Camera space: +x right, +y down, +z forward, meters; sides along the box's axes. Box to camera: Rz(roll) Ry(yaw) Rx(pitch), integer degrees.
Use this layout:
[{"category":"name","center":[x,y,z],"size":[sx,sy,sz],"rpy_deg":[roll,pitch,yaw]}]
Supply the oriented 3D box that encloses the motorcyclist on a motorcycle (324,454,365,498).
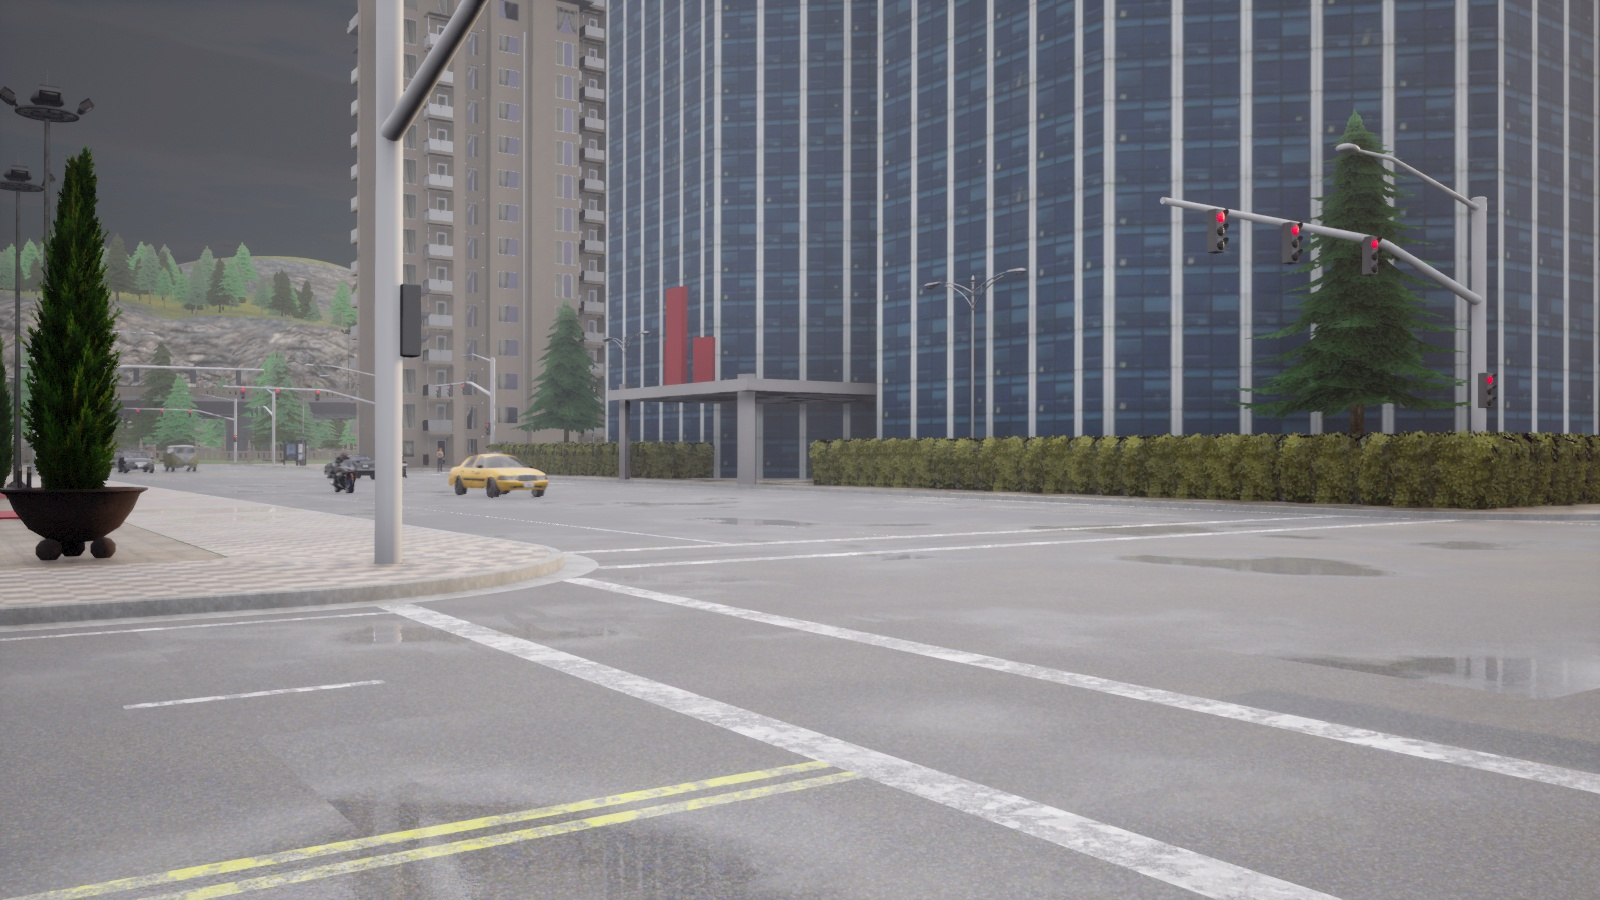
[{"category":"motorcyclist on a motorcycle","center":[-16.407,0.925,45.201],"size":[0.866,1.530,2.191],"rpy_deg":[0,0,-35]}]

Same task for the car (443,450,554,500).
[{"category":"car","center":[-10.323,0.810,42.648],"size":[1.801,1.575,5.366],"rpy_deg":[0,0,-35]}]

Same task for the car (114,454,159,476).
[{"category":"car","center":[-46.299,1.013,87.568],"size":[2.128,1.511,4.902],"rpy_deg":[0,0,-35]}]

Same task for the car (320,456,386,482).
[{"category":"car","center":[-24.587,1.013,68.936],"size":[2.033,1.411,5.357],"rpy_deg":[0,0,-35]}]
